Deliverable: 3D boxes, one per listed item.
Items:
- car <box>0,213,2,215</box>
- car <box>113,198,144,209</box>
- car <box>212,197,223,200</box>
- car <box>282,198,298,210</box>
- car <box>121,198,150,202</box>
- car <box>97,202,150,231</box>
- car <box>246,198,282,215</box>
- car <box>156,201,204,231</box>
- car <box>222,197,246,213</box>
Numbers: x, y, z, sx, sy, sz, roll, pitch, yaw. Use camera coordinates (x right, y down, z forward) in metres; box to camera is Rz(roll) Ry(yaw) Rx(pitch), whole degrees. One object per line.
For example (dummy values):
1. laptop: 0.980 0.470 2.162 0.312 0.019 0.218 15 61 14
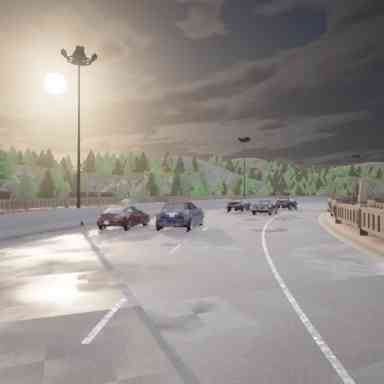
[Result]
1. car: -12.290 1.579 17.708 2.033 1.411 5.357 0 0 11
2. car: -9.072 1.637 47.983 1.812 1.442 4.674 0 0 28
3. car: 4.717 1.588 57.105 2.128 1.511 4.902 -1 0 36
4. car: 12.187 1.500 42.825 1.837 1.490 4.892 0 0 32
5. car: -7.339 1.577 43.625 2.128 1.511 4.902 0 0 26
6. car: -4.216 1.546 20.752 1.812 1.442 4.674 0 -1 13
7. car: 7.331 1.541 33.314 2.033 1.411 5.357 0 0 24
8. car: -0.609 1.361 20.758 2.097 1.767 4.553 0 0 14
9. car: 5.383 1.516 37.363 1.837 1.490 4.892 0 0 25
